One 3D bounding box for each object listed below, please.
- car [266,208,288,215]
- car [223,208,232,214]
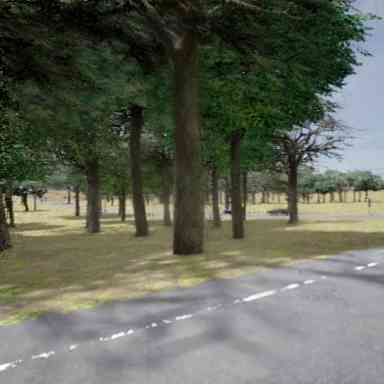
[{"bbox_3d":[18.120,4.135,70.909,1.882,1.535,5.008,-1,-2,-36],"label":"car"},{"bbox_3d":[9.710,4.749,82.303,1.882,1.535,5.008,-1,-2,-36],"label":"car"}]
